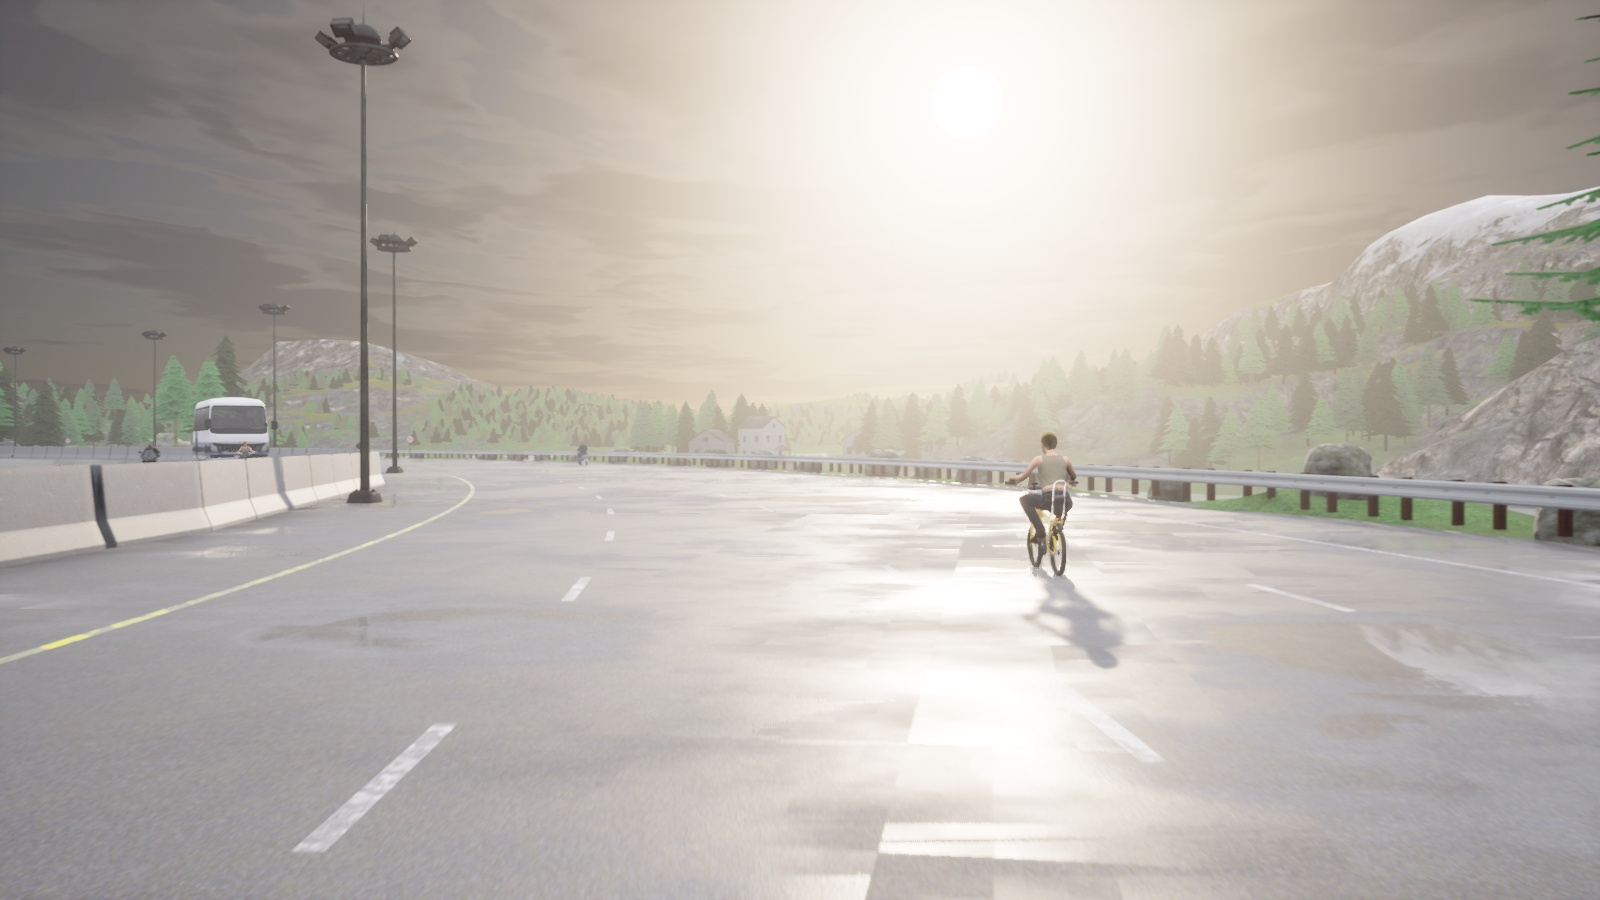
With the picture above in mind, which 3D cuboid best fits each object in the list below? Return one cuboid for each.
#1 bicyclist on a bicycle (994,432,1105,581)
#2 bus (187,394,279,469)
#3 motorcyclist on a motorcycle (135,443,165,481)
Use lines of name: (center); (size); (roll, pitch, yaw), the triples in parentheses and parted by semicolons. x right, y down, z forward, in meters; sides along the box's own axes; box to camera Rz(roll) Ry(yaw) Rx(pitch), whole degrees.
bicyclist on a bicycle: (2.817, 0.603, 14.354); (0.866, 1.612, 1.509); (0, 0, -5)
bus: (-34.432, -1.073, 75.976); (3.944, 4.253, 10.273); (0, 0, -31)
motorcyclist on a motorcycle: (-27.208, 0.473, 52.595); (0.866, 1.530, 2.191); (-1, 1, -21)
